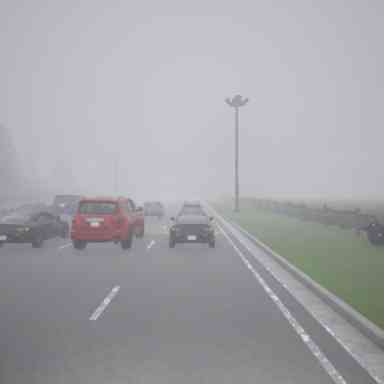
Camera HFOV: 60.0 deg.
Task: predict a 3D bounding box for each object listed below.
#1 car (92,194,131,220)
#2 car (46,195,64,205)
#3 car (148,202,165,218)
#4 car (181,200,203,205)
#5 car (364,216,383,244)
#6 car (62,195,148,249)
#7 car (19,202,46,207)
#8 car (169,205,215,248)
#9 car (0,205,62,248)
[{"bbox_3d":[-7.000,1.255,29.680,2.150,2.045,5.566,0,0,0],"label":"car"},{"bbox_3d":[-10.500,1.255,29.680,2.150,2.045,5.566,0,0,0],"label":"car"},{"bbox_3d":[-3.500,1.561,29.650,2.033,1.411,5.357,0,0,0],"label":"car"},{"bbox_3d":[0.000,1.493,29.650,2.128,1.511,4.902,0,0,0],"label":"car"},{"bbox_3d":[8.922,1.209,12.754,3.866,1.878,1.905,0,0,0],"label":"car"},{"bbox_3d":[-3.500,1.255,14.680,2.150,2.045,5.566,0,0,0],"label":"car"},{"bbox_3d":[-14.000,1.570,29.650,1.994,1.385,4.181,0,0,0],"label":"car"},{"bbox_3d":[0.000,1.530,14.650,1.812,1.442,4.674,0,0,0],"label":"car"},{"bbox_3d":[-7.000,1.530,14.650,1.812,1.442,4.674,0,0,0],"label":"car"}]
